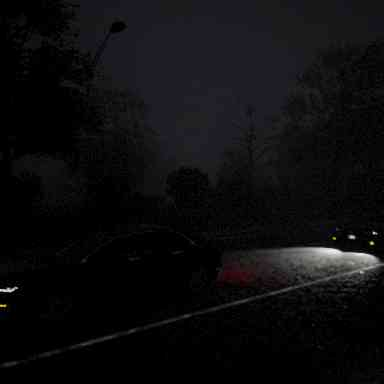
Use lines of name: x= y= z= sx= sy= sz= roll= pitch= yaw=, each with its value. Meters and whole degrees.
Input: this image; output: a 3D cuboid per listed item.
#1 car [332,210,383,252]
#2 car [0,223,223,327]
car: x=7.488 y=1.449 z=13.250 sx=4.181 sy=1.385 sz=1.994 roll=0 pitch=0 yaw=-34
car: x=-1.554 y=1.481 z=7.084 sx=4.892 sy=1.490 sz=1.837 roll=0 pitch=0 yaw=-35
